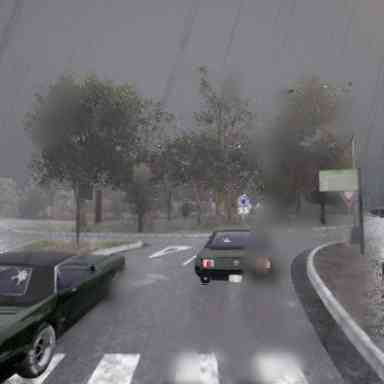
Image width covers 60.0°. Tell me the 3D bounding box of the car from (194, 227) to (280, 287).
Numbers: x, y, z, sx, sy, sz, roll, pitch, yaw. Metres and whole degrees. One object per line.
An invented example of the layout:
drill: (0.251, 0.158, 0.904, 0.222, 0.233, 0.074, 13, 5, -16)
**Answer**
car: (1.382, 1.635, 9.410, 1.895, 1.301, 4.718, -1, -1, 11)

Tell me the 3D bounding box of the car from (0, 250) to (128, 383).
car: (-2.587, 1.632, 5.551, 1.895, 1.301, 4.718, -1, 0, 6)

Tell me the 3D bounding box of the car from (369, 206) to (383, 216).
car: (25.087, 2.543, 43.780, 1.895, 1.301, 4.718, -1, -3, 8)

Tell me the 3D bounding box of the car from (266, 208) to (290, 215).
car: (17.670, 4.123, 68.556, 4.892, 1.490, 1.837, -3, -6, 40)
